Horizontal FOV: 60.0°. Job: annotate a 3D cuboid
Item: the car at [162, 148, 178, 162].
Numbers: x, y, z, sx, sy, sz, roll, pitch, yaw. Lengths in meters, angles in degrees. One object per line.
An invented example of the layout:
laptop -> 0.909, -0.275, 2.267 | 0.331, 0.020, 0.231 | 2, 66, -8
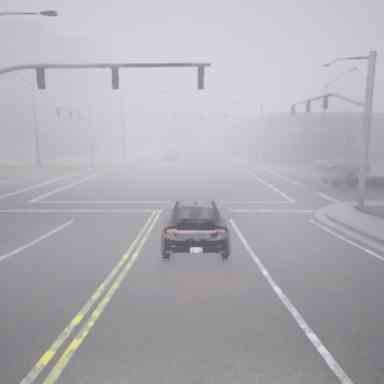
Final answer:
car -> -3.570, -5.624, 52.225 | 1.837, 1.490, 4.892 | 0, 9, 0

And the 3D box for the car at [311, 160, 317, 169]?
car -> 15.968, -3.349, 37.665 | 4.553, 1.767, 2.097 | 0, 9, 0

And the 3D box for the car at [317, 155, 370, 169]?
car -> 15.802, -2.773, 34.213 | 4.553, 1.767, 2.097 | 0, 9, 0

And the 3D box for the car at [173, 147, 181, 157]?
car -> -3.501, -7.219, 62.145 | 1.994, 1.385, 4.181 | 0, 9, 0

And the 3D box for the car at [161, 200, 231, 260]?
car -> 0.099, 0.978, 10.481 | 2.128, 1.511, 4.902 | 0, 5, 0

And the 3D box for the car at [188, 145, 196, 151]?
car -> -0.001, -12.173, 91.768 | 1.994, 1.385, 4.181 | 0, 9, 0

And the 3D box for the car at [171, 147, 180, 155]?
car -> -3.501, -8.941, 72.074 | 1.837, 1.490, 4.892 | 0, 9, 0

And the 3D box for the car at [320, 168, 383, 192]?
car -> 11.956, -0.793, 23.855 | 4.718, 1.301, 1.895 | 0, 9, 1
